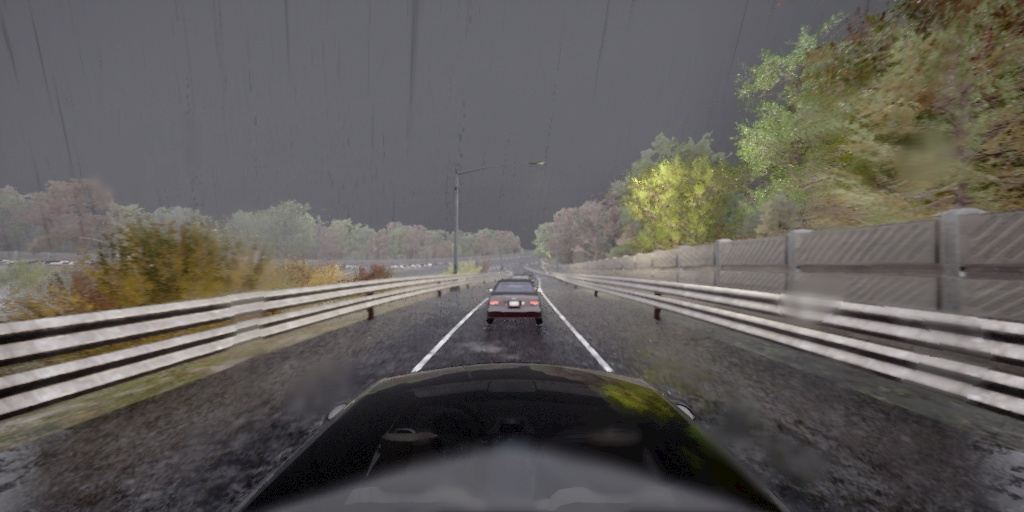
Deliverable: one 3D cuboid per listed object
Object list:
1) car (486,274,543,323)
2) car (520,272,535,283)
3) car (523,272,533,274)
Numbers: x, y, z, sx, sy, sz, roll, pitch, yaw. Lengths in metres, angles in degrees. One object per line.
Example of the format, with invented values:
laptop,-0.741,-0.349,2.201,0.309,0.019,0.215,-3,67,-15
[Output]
car,0.117,1.542,13.157,2.033,1.411,5.357,0,-2,1
car,2.228,2.991,50.083,1.837,1.490,4.892,0,-2,4
car,0.708,2.117,27.751,2.033,1.411,5.357,0,-2,3
